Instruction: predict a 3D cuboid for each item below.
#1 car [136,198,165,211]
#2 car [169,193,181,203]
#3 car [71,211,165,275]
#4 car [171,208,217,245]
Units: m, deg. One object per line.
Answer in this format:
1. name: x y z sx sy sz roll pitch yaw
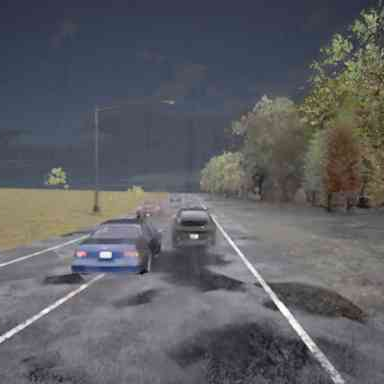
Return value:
1. car: -3.596 1.341 29.538 2.097 1.767 4.553 0 0 0
2. car: -3.494 1.180 70.125 2.150 2.045 5.566 0 0 0
3. car: -2.042 1.544 10.444 2.033 1.411 5.357 0 0 1
4. car: 0.093 1.499 15.505 1.837 1.490 4.892 0 0 0
